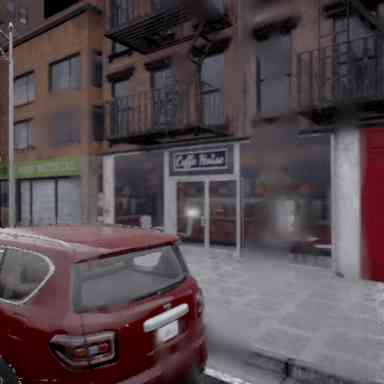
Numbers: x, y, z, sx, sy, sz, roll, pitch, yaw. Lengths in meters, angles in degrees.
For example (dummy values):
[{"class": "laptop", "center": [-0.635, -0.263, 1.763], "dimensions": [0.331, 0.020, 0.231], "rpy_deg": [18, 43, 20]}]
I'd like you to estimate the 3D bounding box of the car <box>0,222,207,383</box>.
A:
[{"class": "car", "center": [-2.156, 1.333, 4.349], "dimensions": [5.009, 1.841, 2.192], "rpy_deg": [0, 0, 36]}]
